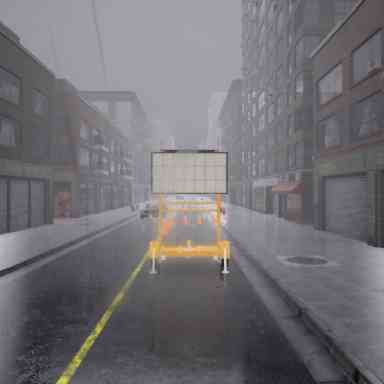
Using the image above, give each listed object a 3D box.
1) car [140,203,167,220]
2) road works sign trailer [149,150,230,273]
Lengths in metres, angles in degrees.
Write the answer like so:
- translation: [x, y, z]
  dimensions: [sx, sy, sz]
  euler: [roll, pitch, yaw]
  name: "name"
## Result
- translation: [-3.214, 1.597, 28.216]
  dimensions: [1.895, 1.301, 4.718]
  euler: [0, 0, 0]
  name: "car"
- translation: [-0.080, 0.464, 10.617]
  dimensions: [2.380, 3.560, 2.880]
  euler: [0, 0, 0]
  name: "road works sign trailer"
